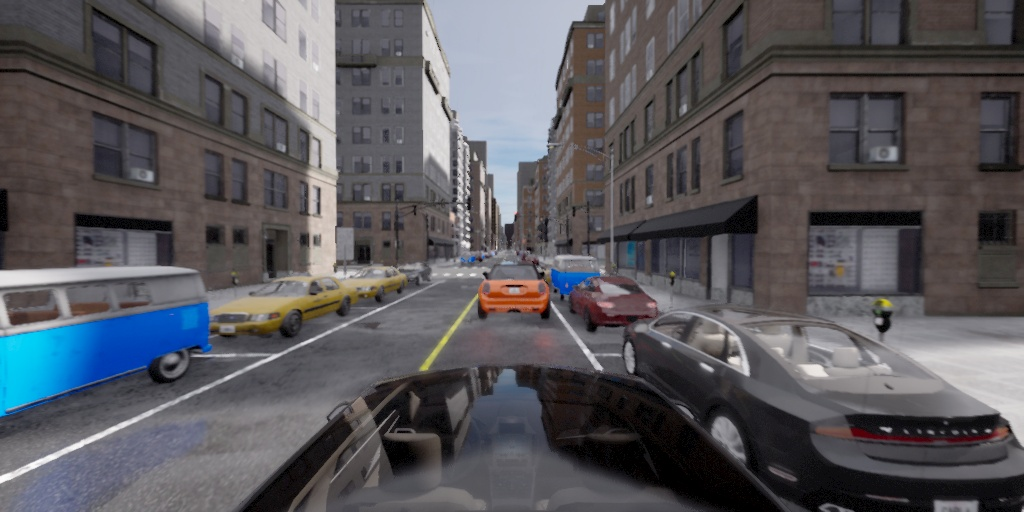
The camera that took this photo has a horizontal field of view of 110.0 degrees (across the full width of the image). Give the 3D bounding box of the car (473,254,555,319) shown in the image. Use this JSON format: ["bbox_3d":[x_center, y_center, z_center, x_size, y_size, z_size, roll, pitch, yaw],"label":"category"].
[{"bbox_3d":[0.060,0.930,12.061,2.097,1.767,4.553,0,1,0],"label":"car"}]

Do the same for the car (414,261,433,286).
[{"bbox_3d":[-5.894,0.969,21.317,2.007,1.370,4.403,0,0,0],"label":"car"}]

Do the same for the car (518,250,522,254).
[{"bbox_3d":[2.558,0.058,59.712,2.192,1.841,5.009,0,0,0],"label":"car"}]

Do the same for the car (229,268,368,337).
[{"bbox_3d":[-5.872,1.140,9.812,1.751,1.417,4.829,0,0,0],"label":"car"}]

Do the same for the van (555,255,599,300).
[{"bbox_3d":[2.642,0.855,15.683,1.690,1.789,3.998,0,0,0],"label":"van"}]

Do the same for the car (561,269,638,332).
[{"bbox_3d":[2.653,1.193,10.013,1.802,1.307,4.207,0,0,0],"label":"car"}]

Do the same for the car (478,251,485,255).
[{"bbox_3d":[-5.967,0.061,59.680,2.192,1.841,5.009,0,0,0],"label":"car"}]

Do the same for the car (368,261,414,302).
[{"bbox_3d":[-5.883,1.043,15.481,1.751,1.417,4.829,0,0,0],"label":"car"}]

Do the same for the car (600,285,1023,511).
[{"bbox_3d":[2.663,1.257,4.344,2.007,1.370,4.403,0,0,0],"label":"car"}]

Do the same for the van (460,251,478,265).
[{"bbox_3d":[-5.946,0.286,48.509,1.690,1.789,3.998,0,0,0],"label":"van"}]

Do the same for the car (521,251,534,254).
[{"bbox_3d":[2.580,0.381,48.543,1.967,1.591,4.097,0,0,0],"label":"car"}]

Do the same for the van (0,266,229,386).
[{"bbox_3d":[-5.862,1.050,4.314,1.690,1.789,3.998,0,0,0],"label":"van"}]
